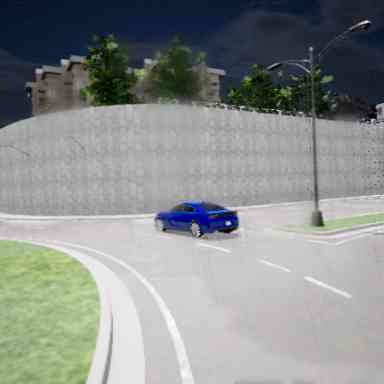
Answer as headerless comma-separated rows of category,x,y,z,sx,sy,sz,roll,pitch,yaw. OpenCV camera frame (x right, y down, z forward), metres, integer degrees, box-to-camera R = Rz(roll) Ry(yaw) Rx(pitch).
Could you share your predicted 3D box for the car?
car,0.042,1.189,15.893,1.882,1.535,5.008,-3,1,-36
